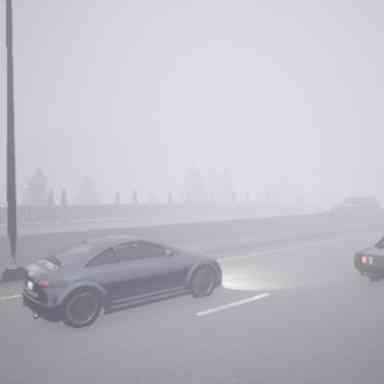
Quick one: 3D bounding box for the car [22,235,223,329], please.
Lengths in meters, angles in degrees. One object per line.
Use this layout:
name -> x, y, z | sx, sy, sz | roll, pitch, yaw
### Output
car -> -1.324, 1.640, 7.218 | 4.181, 1.385, 1.994 | 0, -1, -38

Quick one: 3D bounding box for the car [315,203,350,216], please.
car -> 16.745, 2.094, 39.553 | 4.181, 1.385, 1.994 | 4, -3, -38

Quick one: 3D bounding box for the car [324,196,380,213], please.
car -> 14.082, 1.399, 28.555 | 5.566, 2.045, 2.150 | 1, -1, -38

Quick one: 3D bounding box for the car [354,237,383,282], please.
car -> 6.276, 1.636, 8.755 | 4.718, 1.301, 1.895 | 0, -1, -38

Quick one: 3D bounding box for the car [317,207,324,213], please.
car -> 15.143, 1.786, 33.841 | 5.008, 1.535, 1.882 | 2, -2, -38
